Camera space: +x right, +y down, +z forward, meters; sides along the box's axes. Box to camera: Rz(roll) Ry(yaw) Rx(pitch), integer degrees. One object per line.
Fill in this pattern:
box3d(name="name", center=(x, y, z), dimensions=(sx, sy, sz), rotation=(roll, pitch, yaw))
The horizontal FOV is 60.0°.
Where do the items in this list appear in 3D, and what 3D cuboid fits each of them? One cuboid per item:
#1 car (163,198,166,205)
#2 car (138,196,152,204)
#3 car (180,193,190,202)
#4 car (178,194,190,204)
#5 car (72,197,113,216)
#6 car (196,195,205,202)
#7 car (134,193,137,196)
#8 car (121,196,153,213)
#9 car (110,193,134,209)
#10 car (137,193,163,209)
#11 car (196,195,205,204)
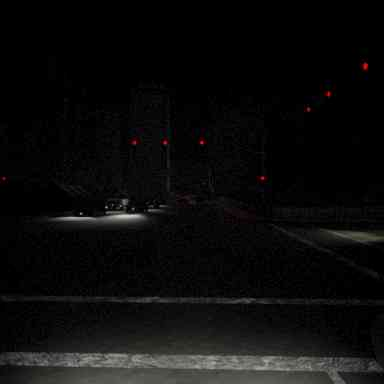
box3d(name="car", center=(-5.590, 1.547, 57.108), dimensions=(2.033, 1.411, 5.357), rotation=(0, 0, 2))
box3d(name="car", center=(-8.908, 1.526, 63.384), dimensions=(1.812, 1.442, 4.674), rotation=(0, 0, 2))
box3d(name="car", center=(-1.584, 1.182, 74.582), dimensions=(2.097, 1.767, 4.553), rotation=(0, 0, 1))
box3d(name="car", center=(-1.790, 1.564, 66.021), dimensions=(1.994, 1.385, 4.181), rotation=(0, 0, 1))
box3d(name="car", center=(-9.769, 1.547, 32.482), dimensions=(2.033, 1.411, 5.357), rotation=(0, 0, 4))
box3d(name="car", center=(1.915, 1.352, 74.527), dimensions=(2.128, 1.511, 4.902), rotation=(0, 0, 1))
box3d(name="car", center=(-9.195, 1.221, 53.026), dimensions=(2.150, 2.045, 5.566), rotation=(0, 0, 1))
box3d(name="car", center=(-6.086, 1.491, 37.181), dimensions=(2.128, 1.511, 4.902), rotation=(0, 0, 1))
box3d(name="car", center=(-9.454, 1.221, 42.662), dimensions=(2.150, 2.045, 5.566), rotation=(0, 0, 1))
box3d(name="car", center=(-5.853, 1.221, 46.752), dimensions=(2.150, 2.045, 5.566), rotation=(0, 0, 1))
box3d(name="car", center=(1.694, 1.505, 65.310), dimensions=(1.837, 1.490, 4.892), rotation=(0, 0, 1))
